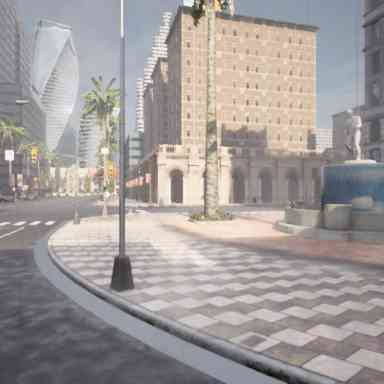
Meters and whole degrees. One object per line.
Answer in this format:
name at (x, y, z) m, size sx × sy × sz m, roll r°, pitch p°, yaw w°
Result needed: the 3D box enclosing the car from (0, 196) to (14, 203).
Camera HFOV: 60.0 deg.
car at (-38.961, 1.501, 70.149) m, size 2.161 × 1.482 × 4.786 m, roll 0°, pitch 0°, yaw -15°
